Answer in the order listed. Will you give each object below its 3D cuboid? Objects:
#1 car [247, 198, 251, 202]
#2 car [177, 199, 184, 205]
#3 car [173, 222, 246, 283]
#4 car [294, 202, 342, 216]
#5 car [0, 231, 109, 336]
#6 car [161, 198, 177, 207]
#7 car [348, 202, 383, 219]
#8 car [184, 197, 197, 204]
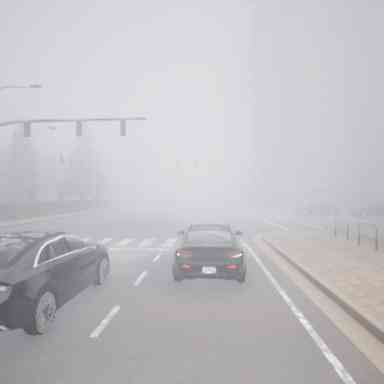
[{"bbox_3d":[17.294,2.146,90.225,4.674,1.442,1.812,0,0,-21],"label":"car"},{"bbox_3d":[-3.526,2.022,68.095,1.994,1.385,4.181,0,0,8],"label":"car"},{"bbox_3d":[0.515,1.593,9.764,1.812,1.442,4.674,0,0,3],"label":"car"},{"bbox_3d":[13.586,1.814,36.095,4.892,1.490,1.837,0,0,3],"label":"car"},{"bbox_3d":[-3.162,1.537,6.768,2.128,1.511,4.902,0,0,3],"label":"car"},{"bbox_3d":[-4.275,1.896,58.182,1.837,1.490,4.892,0,0,3],"label":"car"},{"bbox_3d":[17.863,1.792,32.415,4.892,1.490,1.837,0,0,2],"label":"car"},{"bbox_3d":[-0.474,1.881,77.772,2.097,1.767,4.553,0,0,24],"label":"car"}]
